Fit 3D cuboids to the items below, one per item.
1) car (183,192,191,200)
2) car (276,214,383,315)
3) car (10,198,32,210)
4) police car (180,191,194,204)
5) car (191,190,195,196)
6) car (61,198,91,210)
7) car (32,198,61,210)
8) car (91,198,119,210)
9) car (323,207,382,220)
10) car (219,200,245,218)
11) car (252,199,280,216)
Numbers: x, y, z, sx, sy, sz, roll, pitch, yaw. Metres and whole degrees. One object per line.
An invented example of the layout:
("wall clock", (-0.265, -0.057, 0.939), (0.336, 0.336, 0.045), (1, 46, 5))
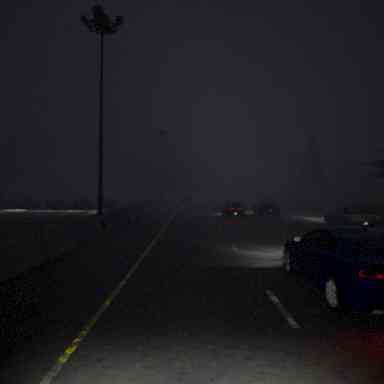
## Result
("car", (-1.026, 0.851, 71.589), (1.801, 1.575, 5.366), (0, 1, 0))
("car", (3.603, 1.515, 7.769), (1.882, 1.535, 5.008), (0, 0, 0))
("car", (-21.044, 1.445, 41.942), (1.994, 1.385, 4.181), (0, 1, 0))
("police car", (-1.032, 1.099, 55.480), (1.930, 1.638, 5.238), (0, 1, 0))
("car", (-1.029, 0.854, 65.358), (2.097, 1.767, 4.553), (0, 1, 0))
("car", (-14.044, 1.432, 41.618), (2.033, 1.411, 5.357), (0, 1, 1))
("car", (-17.541, 1.428, 41.951), (2.033, 1.411, 5.357), (0, 1, 1))
("car", (-10.548, 1.431, 41.684), (2.033, 1.411, 5.357), (0, 1, 1))
("car", (10.608, 1.635, 22.484), (1.895, 1.301, 4.718), (0, 0, 0))
("car", (3.610, 1.504, 29.915), (1.837, 1.490, 4.892), (0, 1, 0))
("car", (7.111, 1.455, 32.426), (1.882, 1.535, 5.008), (0, 1, 0))
